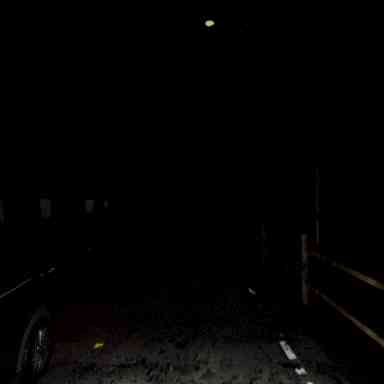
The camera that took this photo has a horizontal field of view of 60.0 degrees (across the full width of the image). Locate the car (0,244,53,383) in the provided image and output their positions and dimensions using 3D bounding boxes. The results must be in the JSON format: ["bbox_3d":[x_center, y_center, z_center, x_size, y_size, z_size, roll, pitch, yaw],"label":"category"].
[{"bbox_3d":[-2.843,1.363,2.398,2.097,1.767,4.553,0,0,0],"label":"car"}]
